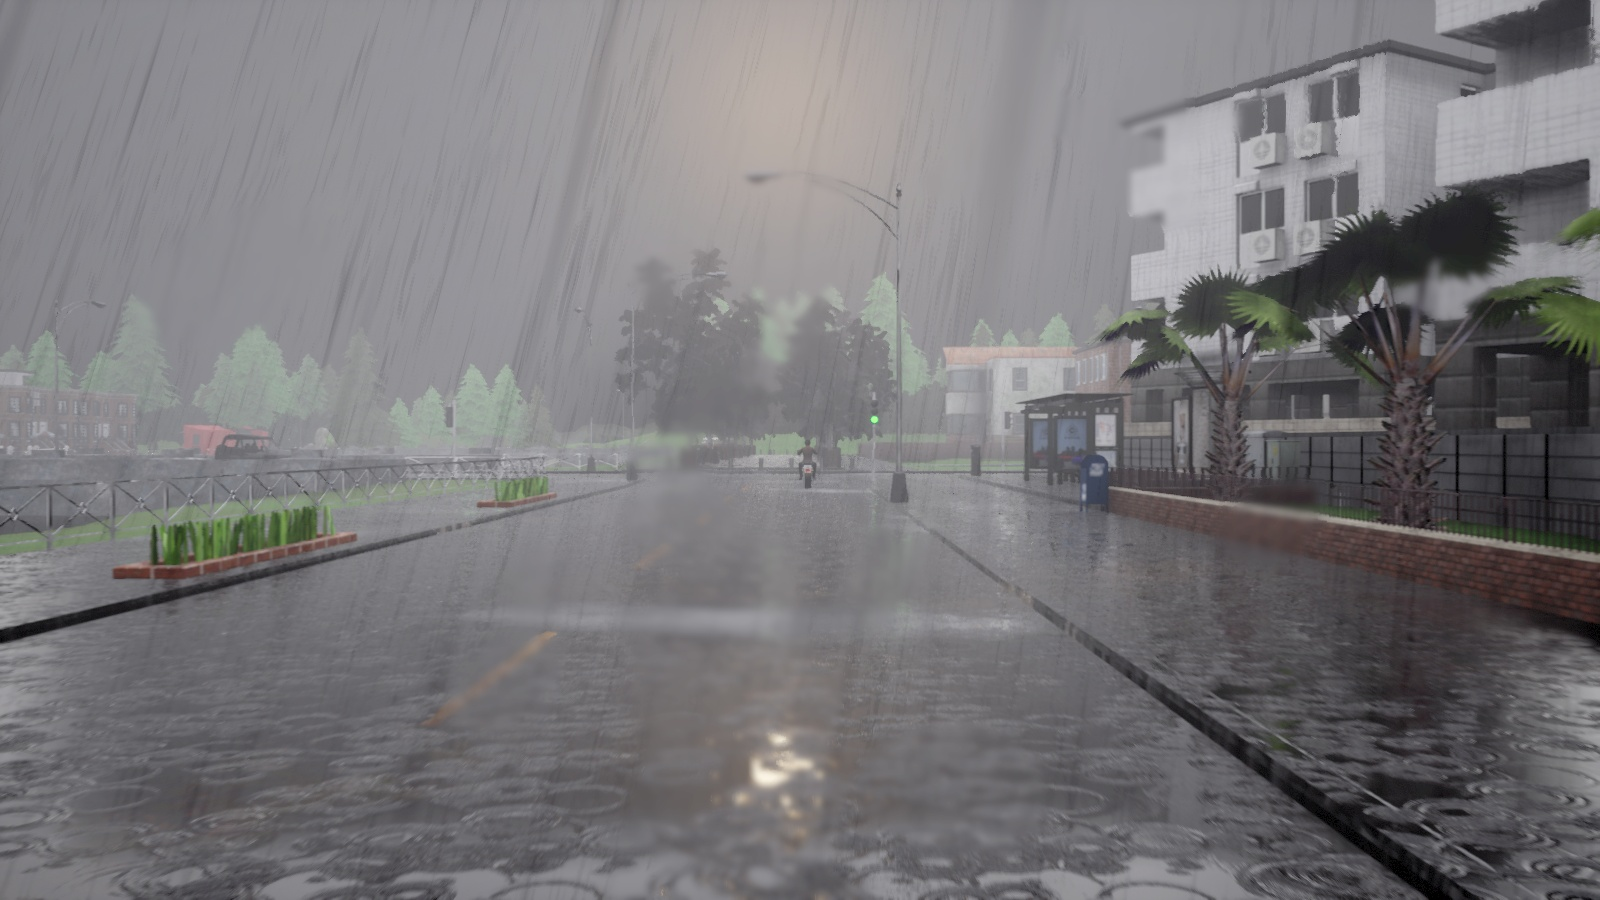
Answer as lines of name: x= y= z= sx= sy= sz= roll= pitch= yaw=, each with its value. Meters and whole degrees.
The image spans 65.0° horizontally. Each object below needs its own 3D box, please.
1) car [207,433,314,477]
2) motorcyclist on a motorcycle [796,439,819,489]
car: x=-23.848 y=0.206 z=55.596 sx=3.866 sy=1.878 sz=1.905 roll=1 pitch=0 yaw=0
motorcyclist on a motorcycle: x=0.258 y=0.460 z=42.123 sx=0.766 sy=1.649 sz=2.350 roll=0 pitch=0 yaw=0
